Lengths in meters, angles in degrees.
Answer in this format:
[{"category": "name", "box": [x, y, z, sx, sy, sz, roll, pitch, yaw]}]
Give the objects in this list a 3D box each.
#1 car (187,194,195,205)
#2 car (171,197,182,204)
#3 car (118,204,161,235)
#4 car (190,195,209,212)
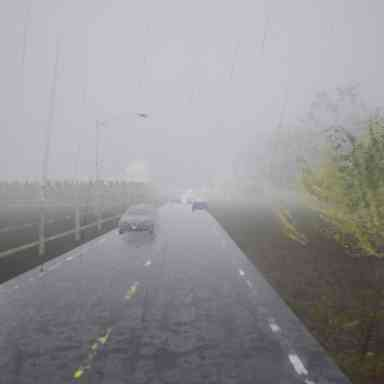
[{"category": "car", "box": [0.005, 1.472, 57.033, 2.033, 1.411, 5.357, 0, 0, 0]}, {"category": "car", "box": [-2.775, 1.519, 59.896, 1.895, 1.301, 4.718, 0, 0, 1]}, {"category": "car", "box": [-2.847, 1.493, 18.772, 1.837, 1.490, 4.892, 0, 0, 0]}, {"category": "car", "box": [0.966, 1.439, 38.797, 1.882, 1.535, 5.008, 0, 0, 0]}]
